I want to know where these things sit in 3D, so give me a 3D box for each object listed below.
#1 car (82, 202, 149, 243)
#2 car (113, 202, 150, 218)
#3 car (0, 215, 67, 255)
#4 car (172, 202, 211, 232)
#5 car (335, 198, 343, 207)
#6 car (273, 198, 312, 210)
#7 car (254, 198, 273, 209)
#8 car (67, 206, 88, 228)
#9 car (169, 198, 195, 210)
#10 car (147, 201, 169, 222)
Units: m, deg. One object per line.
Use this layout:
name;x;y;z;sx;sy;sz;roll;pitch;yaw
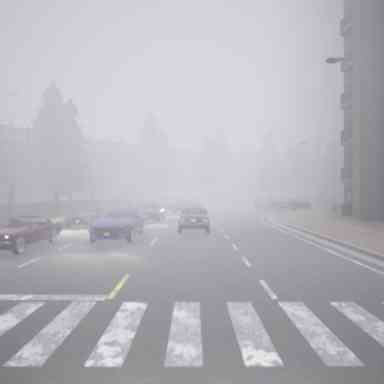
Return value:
car;-3.562;1.505;16.486;1.882;1.535;5.008;0;0;0
car;-5.749;1.653;32.229;1.895;1.301;4.718;0;0;12
car;-7.070;1.633;13.567;1.895;1.301;4.718;0;0;0
car;0.148;1.571;20.071;2.033;1.411;5.357;0;0;1
car;22.837;1.530;48.236;4.674;1.442;1.812;0;0;-15
car;13.387;1.568;43.412;5.357;1.411;2.033;0;0;-37
car;10.462;1.522;45.304;4.902;1.511;2.128;0;0;-40
car;-6.972;1.607;22.376;1.994;1.385;4.181;0;0;1
car;-0.570;1.646;36.480;1.895;1.301;4.718;0;0;21
car;-3.253;1.544;26.612;1.837;1.490;4.892;0;0;3
